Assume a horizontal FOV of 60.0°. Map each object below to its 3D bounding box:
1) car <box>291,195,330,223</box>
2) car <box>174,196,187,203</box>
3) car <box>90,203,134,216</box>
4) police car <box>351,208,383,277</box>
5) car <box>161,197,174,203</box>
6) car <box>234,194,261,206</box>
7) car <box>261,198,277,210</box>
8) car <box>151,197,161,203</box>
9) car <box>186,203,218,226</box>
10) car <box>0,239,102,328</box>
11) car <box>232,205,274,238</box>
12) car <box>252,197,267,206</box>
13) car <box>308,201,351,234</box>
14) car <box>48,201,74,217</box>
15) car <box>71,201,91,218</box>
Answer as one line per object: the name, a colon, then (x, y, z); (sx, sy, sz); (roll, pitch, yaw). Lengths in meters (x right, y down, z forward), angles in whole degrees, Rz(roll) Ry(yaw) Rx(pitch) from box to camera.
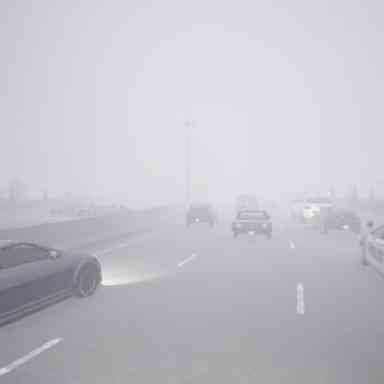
car: (9.181, 1.243, 25.704); (2.150, 2.045, 5.566); (0, 0, 7)
car: (-1.718, 1.645, 66.937); (2.128, 1.511, 4.902); (0, 0, 6)
car: (-6.074, 1.626, 26.601); (1.994, 1.385, 4.181); (0, 0, 8)
police car: (5.679, 1.429, 8.545); (1.930, 1.638, 5.238); (0, 0, 16)
car: (-4.790, 1.734, 71.102); (1.994, 1.385, 4.181); (0, -1, 6)
car: (5.623, 1.270, 34.649); (2.150, 2.045, 5.566); (0, 0, 6)
car: (10.195, 1.582, 44.267); (1.812, 1.442, 4.674); (0, 0, 6)
car: (-7.875, 1.830, 75.328); (1.994, 1.385, 4.181); (0, -1, 6)
car: (0.745, 1.542, 23.869); (1.837, 1.490, 4.892); (0, 0, 9)
car: (-3.564, 1.574, 6.262); (1.994, 1.385, 4.181); (0, 0, 20)
car: (3.255, 1.621, 17.809); (1.895, 1.301, 4.718); (0, 0, 12)
car: (11.380, 1.630, 56.542); (2.033, 1.411, 5.357); (0, 0, 6)
car: (8.187, 1.517, 19.145); (1.837, 1.490, 4.892); (0, 0, 10)
car: (-12.275, 1.646, 33.502); (2.033, 1.411, 5.357); (0, 0, 6)
car: (-9.026, 1.684, 30.990); (1.895, 1.301, 4.718); (0, 0, 6)
